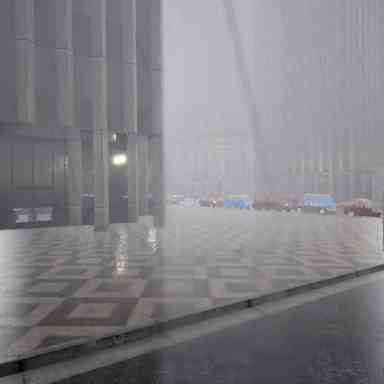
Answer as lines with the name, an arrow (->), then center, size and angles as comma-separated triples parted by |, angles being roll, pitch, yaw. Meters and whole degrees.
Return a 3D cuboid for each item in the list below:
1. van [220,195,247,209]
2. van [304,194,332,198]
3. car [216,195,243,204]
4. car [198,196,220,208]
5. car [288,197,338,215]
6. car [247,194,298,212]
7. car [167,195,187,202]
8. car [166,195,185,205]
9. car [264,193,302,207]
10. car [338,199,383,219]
van -> 5.896, 1.294, 42.386 | 1.690, 1.788, 3.998 | -1, 1, -36
van -> 16.056, 1.178, 42.838 | 1.690, 1.788, 3.998 | -1, 1, -36
car -> 6.325, 1.296, 56.466 | 1.752, 1.417, 4.829 | -1, 1, -36
car -> 2.684, 1.371, 46.881 | 1.967, 1.590, 4.097 | -1, 1, -36
car -> 12.324, 1.549, 33.398 | 2.008, 1.369, 4.403 | -1, 1, -36
car -> 9.109, 1.290, 37.890 | 2.192, 1.841, 5.009 | -1, 1, -36
car -> -3.209, 1.257, 69.815 | 2.008, 1.369, 4.403 | -1, 1, -36
car -> -3.742, 1.439, 55.872 | 2.008, 1.369, 4.403 | -1, 1, -36
car -> 12.845, 1.130, 47.334 | 2.192, 1.841, 5.009 | -1, 1, -36
car -> 15.538, 1.567, 28.903 | 1.887, 1.381, 4.507 | -1, 1, -36
